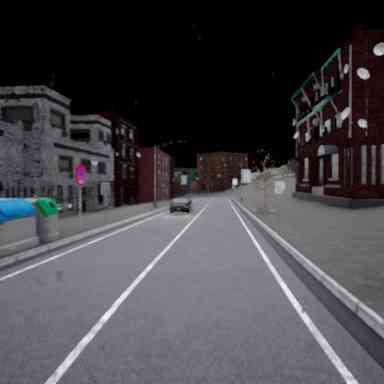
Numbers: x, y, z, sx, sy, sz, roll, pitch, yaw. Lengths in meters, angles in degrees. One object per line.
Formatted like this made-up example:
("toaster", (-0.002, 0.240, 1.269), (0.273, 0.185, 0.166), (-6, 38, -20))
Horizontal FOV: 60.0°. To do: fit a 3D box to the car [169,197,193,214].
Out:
("car", (-0.992, 1.241, 31.962), (1.882, 1.535, 5.008), (0, 0, 5))
